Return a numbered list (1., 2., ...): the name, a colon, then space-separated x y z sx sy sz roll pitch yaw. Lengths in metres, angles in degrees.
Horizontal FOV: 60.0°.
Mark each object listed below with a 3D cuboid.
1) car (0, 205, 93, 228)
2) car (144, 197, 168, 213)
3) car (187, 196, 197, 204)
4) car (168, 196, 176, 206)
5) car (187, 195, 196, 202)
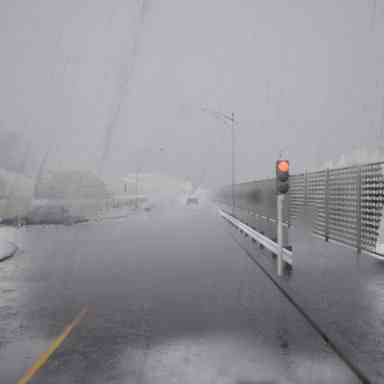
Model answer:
1. car: -9.292 1.547 21.671 5.357 1.411 2.033 0 0 -11
2. car: -4.100 1.524 37.333 1.812 1.442 4.674 0 0 0
3. car: 0.086 1.476 64.209 1.882 1.535 5.008 0 0 0
4. car: -4.104 1.490 53.112 2.128 1.511 4.902 0 0 0
5. car: -0.022 1.538 77.431 2.033 1.411 5.357 0 0 0
